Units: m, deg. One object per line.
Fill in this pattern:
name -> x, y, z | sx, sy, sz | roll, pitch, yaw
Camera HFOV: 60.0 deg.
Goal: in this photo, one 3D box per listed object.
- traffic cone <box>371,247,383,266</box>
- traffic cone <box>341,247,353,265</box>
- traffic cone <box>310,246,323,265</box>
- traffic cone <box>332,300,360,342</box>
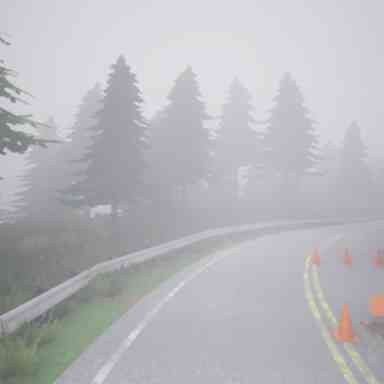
traffic cone -> 6.173, 2.118, 11.013 | 0.340, 0.580, 0.340 | 0, 0, 7
traffic cone -> 5.182, 2.125, 11.130 | 0.340, 0.580, 0.340 | 0, 0, 7
traffic cone -> 4.193, 2.132, 11.246 | 0.340, 0.580, 0.340 | 0, 0, 6
traffic cone -> 2.497, 2.060, 5.408 | 0.340, 0.580, 0.340 | 1, -1, 7
